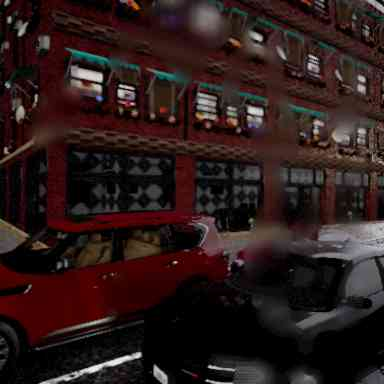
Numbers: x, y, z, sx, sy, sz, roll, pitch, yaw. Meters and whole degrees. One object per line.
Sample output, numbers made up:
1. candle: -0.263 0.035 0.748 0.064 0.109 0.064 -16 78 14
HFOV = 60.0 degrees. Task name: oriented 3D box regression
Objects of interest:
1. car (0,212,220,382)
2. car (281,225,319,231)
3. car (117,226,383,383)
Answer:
1. car: -1.602 1.311 5.399 5.009 1.841 2.192 0 1 -35
2. car: 2.932 1.563 8.638 4.206 1.307 1.802 0 1 -35
3. car: 1.733 1.467 4.614 5.008 1.535 1.882 0 0 -36
